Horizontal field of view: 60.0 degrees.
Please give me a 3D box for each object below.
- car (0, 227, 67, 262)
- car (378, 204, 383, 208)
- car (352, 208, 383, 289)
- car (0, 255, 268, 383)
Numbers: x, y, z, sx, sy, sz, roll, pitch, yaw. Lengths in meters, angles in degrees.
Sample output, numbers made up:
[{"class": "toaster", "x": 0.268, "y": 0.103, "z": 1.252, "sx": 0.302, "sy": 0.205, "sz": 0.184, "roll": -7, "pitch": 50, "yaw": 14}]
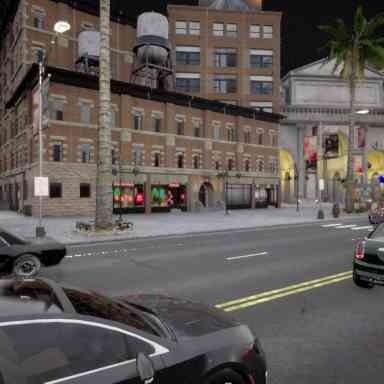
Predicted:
[{"class": "car", "x": -5.824, "y": 1.601, "z": 8.436, "sx": 4.718, "sy": 1.301, "sz": 1.895, "roll": 0, "pitch": 0, "yaw": -35}, {"class": "car", "x": 13.898, "y": 1.352, "z": 22.465, "sx": 4.553, "sy": 1.767, "sz": 2.097, "roll": 0, "pitch": 0, "yaw": -35}, {"class": "car", "x": 5.902, "y": 1.352, "z": 7.977, "sx": 4.553, "sy": 1.767, "sz": 2.097, "roll": 0, "pitch": 0, "yaw": -35}, {"class": "car", "x": -1.477, "y": 1.505, "z": 2.685, "sx": 4.892, "sy": 1.490, "sz": 1.837, "roll": 0, "pitch": 0, "yaw": -36}]
